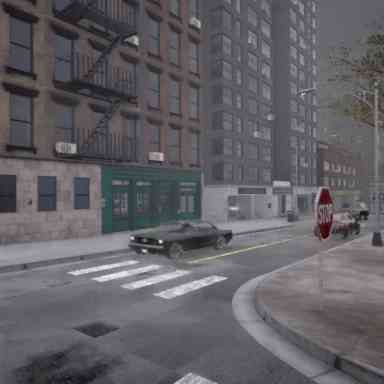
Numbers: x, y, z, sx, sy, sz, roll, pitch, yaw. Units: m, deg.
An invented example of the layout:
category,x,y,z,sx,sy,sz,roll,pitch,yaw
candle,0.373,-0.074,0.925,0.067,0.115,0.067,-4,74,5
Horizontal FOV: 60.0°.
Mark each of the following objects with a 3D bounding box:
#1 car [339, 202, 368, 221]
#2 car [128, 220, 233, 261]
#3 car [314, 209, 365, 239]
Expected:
category,x,y,z,sx,sy,sz,roll,pitch,yaw
car,17.246,2.104,35.670,2.150,2.045,5.566,0,-1,39
car,-0.308,1.829,13.525,1.895,1.301,4.718,0,-2,38
car,9.039,1.993,20.587,1.812,1.442,4.674,0,-2,38
